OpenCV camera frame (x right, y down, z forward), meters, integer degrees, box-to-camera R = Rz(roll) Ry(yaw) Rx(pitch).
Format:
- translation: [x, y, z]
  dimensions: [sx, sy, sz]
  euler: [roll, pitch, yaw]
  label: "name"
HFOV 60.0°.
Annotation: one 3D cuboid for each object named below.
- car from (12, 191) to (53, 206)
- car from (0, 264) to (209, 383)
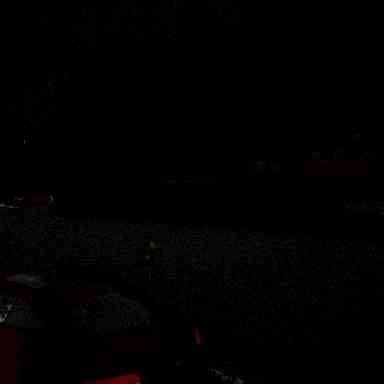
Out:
- translation: [-19.796, 0.752, 41.337]
  dimensions: [2.097, 1.767, 4.553]
  euler: [1, 2, 35]
  label: "car"
- translation: [-1.773, 1.580, 4.063]
  dimensions: [4.206, 1.307, 1.802]
  euler: [0, 1, 35]
  label: "car"
